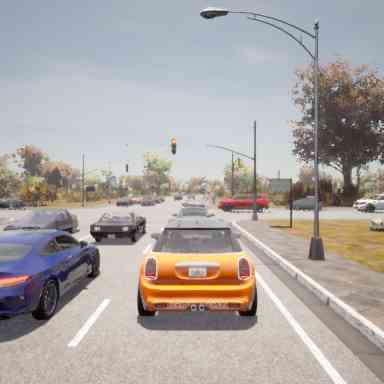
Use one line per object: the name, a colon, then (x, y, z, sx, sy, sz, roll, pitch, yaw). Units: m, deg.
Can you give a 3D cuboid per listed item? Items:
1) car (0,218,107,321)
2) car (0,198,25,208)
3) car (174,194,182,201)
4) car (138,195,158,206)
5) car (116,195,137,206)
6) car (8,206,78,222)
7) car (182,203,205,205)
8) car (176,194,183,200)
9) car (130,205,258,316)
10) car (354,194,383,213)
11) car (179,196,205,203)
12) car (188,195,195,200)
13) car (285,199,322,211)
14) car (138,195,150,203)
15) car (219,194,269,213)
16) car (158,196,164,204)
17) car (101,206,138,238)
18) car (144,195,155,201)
car: (-3.406, 1.526, 7.191, 1.812, 1.442, 4.674, 0, 0, 0)
car: (-23.554, 1.491, 41.747, 4.902, 1.511, 2.128, 0, 0, 3)
car: (-3.567, 1.492, 84.628, 1.837, 1.490, 4.892, 0, 0, 0)
car: (-7.125, 1.505, 54.360, 1.837, 1.490, 4.892, 0, 0, 1)
car: (-10.643, 1.547, 53.164, 2.033, 1.411, 5.357, 0, 0, 1)
car: (-7.216, 1.547, 16.549, 2.033, 1.411, 5.357, 0, 0, -2)
car: (0.086, 1.505, 16.616, 1.837, 1.490, 4.892, 0, 0, 0)
car: (-3.535, 1.374, 95.036, 1.812, 1.442, 4.674, 0, 0, 1)
car: (0.094, 1.352, 7.659, 2.097, 1.767, 4.553, 0, 0, 0)
car: (20.505, 1.216, 35.798, 5.566, 2.045, 2.150, 0, 0, 3)
car: (0.110, 1.601, 46.037, 1.895, 1.301, 4.718, 0, 0, -20)
car: (-0.034, 1.500, 95.046, 1.837, 1.490, 4.892, 0, 0, 1)
car: (13.292, 1.563, 39.699, 4.181, 1.385, 1.994, 0, 0, 3)
car: (-10.561, 1.478, 72.863, 1.882, 1.535, 5.008, 0, 0, 0)
car: (5.643, 1.223, 36.612, 5.566, 2.045, 2.150, 0, 0, 3)
car: (-7.103, 1.477, 63.838, 1.882, 1.535, 5.008, 0, 0, 0)
car: (-3.414, 1.601, 16.349, 1.895, 1.301, 4.718, 0, 0, 0)
car: (-10.568, 1.525, 83.199, 2.128, 1.511, 4.902, 0, 0, 0)
